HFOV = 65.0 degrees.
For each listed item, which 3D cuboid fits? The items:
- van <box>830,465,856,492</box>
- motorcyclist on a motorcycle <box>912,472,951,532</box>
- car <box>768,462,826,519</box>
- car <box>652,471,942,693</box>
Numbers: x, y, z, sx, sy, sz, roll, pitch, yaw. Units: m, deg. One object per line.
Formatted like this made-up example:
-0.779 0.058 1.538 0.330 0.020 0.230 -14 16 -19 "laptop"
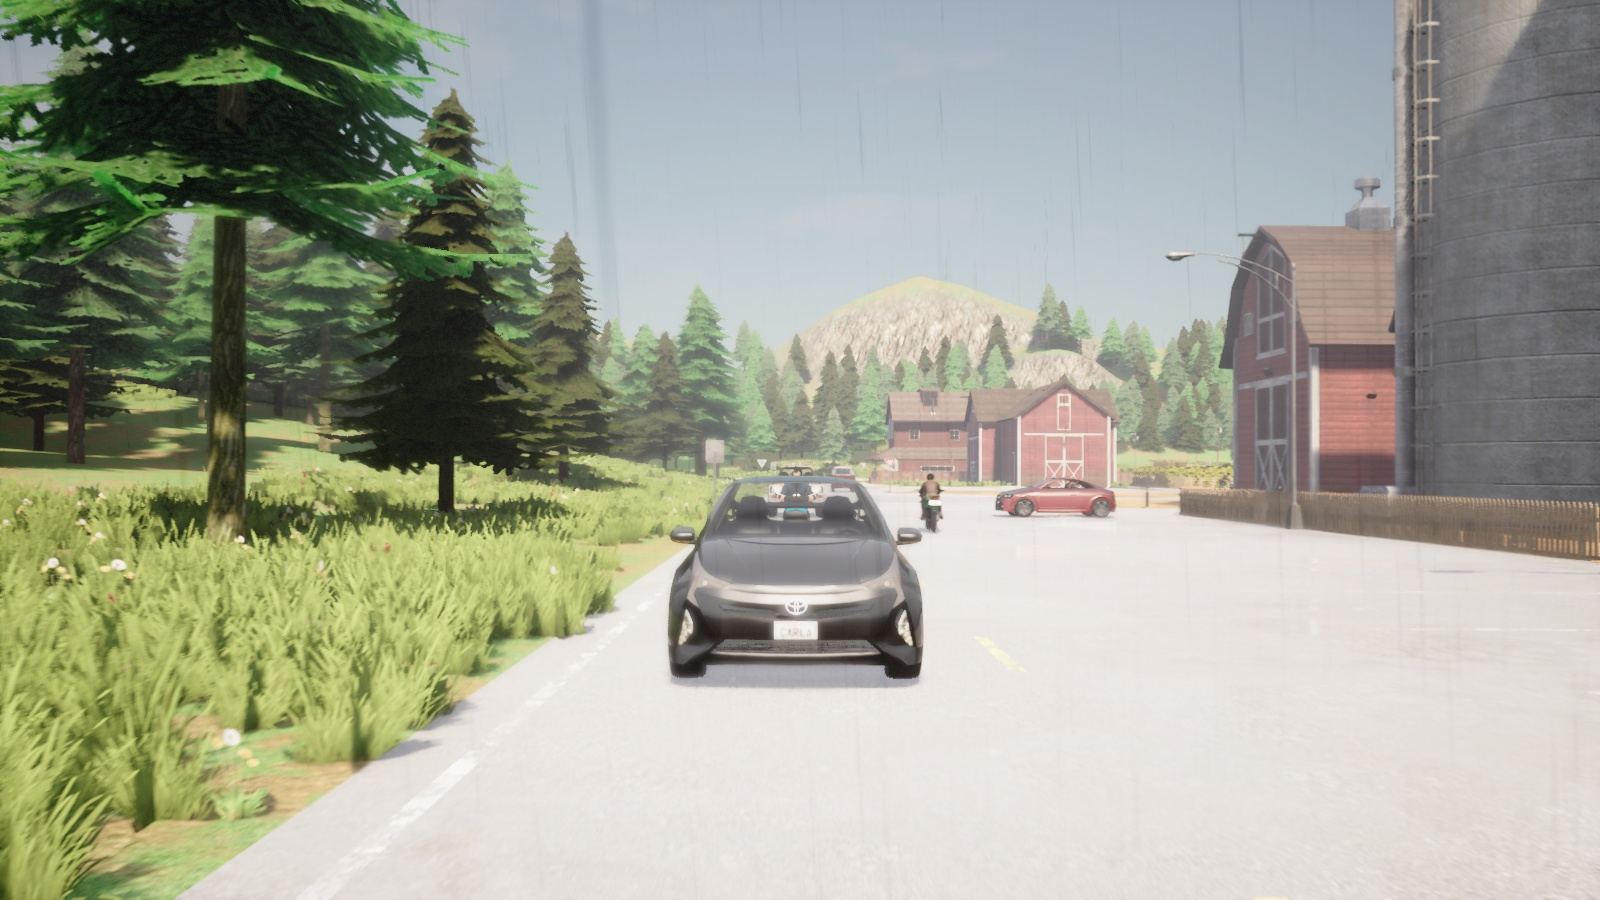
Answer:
3.265 2.191 96.132 1.775 1.987 4.442 0 -1 0 "van"
3.419 1.343 32.873 0.797 1.523 2.044 0 -1 0 "motorcyclist on a motorcycle"
-0.107 1.376 43.701 1.932 1.855 4.605 0 -1 0 "car"
-0.027 0.948 10.946 2.007 1.525 4.514 0 -1 0 "car"
